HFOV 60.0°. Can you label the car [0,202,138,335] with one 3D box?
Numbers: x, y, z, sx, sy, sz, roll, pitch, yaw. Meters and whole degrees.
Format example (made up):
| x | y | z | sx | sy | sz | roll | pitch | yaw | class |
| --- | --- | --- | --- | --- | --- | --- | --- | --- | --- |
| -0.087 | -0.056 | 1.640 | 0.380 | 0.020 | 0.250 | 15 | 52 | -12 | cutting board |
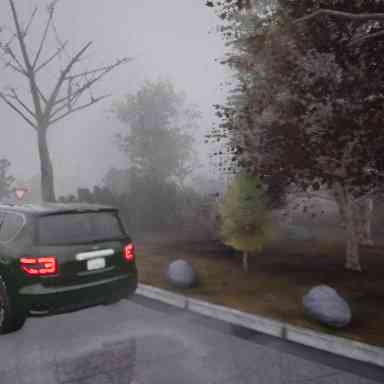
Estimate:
| x | y | z | sx | sy | sz | roll | pitch | yaw | class |
| --- | --- | --- | --- | --- | --- | --- | --- | --- | --- |
| -3.468 | 1.231 | 7.064 | 5.566 | 2.045 | 2.150 | 0 | 0 | 43 | car |
